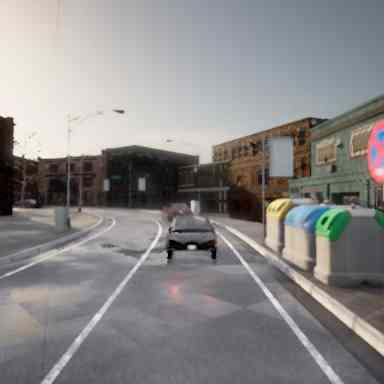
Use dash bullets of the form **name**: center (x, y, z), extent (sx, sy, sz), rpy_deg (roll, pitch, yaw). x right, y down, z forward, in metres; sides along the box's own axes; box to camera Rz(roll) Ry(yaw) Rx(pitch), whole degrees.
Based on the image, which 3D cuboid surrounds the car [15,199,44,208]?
- **car**: center (-27.889, 1.953, 56.962), extent (5.357, 1.411, 2.033), rpy_deg (0, -1, 25)

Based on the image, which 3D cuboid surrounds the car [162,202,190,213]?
- **car**: center (-1.337, 1.678, 28.618), extent (2.097, 1.767, 4.553), rpy_deg (0, -1, -12)

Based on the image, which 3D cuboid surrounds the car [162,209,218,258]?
- **car**: center (-0.030, 1.645, 13.479), extent (2.128, 1.511, 4.902), rpy_deg (0, -1, -1)
